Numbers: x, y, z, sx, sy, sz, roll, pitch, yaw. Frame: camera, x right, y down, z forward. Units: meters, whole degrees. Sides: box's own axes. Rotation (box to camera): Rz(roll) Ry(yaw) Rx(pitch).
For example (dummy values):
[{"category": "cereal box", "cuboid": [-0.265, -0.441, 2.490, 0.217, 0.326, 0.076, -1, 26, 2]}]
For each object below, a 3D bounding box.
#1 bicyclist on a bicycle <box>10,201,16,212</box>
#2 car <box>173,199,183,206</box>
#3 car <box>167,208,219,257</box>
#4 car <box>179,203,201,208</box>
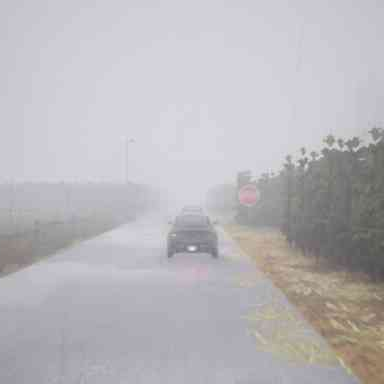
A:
[{"category": "bicyclist on a bicycle", "cuboid": [-21.406, 1.893, 39.932, 0.582, 1.620, 1.656, 0, -1, 0]}, {"category": "car", "cuboid": [-3.066, 2.348, 71.990, 1.837, 1.490, 4.892, 0, -2, 0]}, {"category": "car", "cuboid": [0.030, 1.622, 13.484, 1.837, 1.490, 4.892, 0, 0, 1]}, {"category": "car", "cuboid": [0.029, 1.801, 28.221, 1.895, 1.301, 4.718, 0, 0, 0]}]
